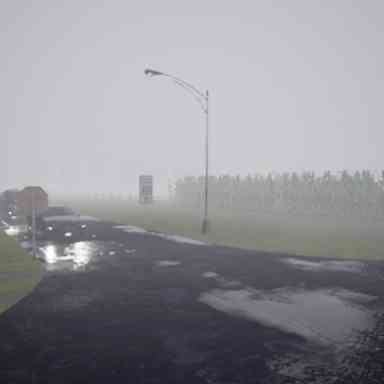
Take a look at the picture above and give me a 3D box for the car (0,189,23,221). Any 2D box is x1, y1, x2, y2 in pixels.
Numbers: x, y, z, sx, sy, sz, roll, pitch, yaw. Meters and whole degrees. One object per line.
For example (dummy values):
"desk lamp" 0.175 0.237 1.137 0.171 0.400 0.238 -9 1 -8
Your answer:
"car" -12.653 0.908 24.416 2.150 2.045 5.566 0 1 -35

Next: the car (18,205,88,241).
"car" -6.785 1.374 16.246 2.033 1.411 5.357 0 1 -36

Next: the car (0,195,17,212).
"car" -18.669 1.066 32.806 1.812 1.442 4.674 0 1 -36

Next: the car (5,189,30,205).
"car" -23.145 0.582 44.065 2.150 2.045 5.566 0 1 -36

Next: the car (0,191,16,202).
"car" -29.411 0.680 52.785 1.882 1.535 5.008 0 1 -36
